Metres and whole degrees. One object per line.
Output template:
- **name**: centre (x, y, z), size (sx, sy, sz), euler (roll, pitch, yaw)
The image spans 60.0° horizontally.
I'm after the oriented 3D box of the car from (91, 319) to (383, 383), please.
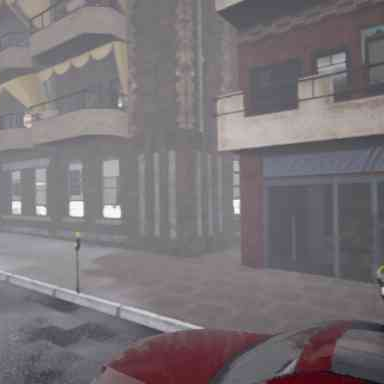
- **car**: centre (1.055, 1.582, 2.140), size (4.206, 1.307, 1.802), euler (0, -1, 36)
